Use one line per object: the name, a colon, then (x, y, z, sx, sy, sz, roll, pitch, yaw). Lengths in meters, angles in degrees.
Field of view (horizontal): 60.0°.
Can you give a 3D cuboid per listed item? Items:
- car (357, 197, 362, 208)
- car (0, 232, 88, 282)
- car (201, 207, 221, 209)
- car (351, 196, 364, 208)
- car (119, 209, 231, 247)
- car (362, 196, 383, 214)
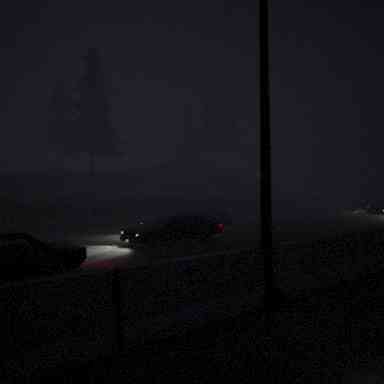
car: (26.997, 1.928, 49.712, 2.128, 1.511, 4.902, -1, -1, 43)
car: (-5.385, 1.780, 8.799, 4.718, 1.301, 1.895, 0, -1, -35)
car: (-0.662, 1.854, 21.242, 5.357, 1.411, 2.033, 0, -1, -40)
car: (29.323, 1.755, 57.368, 2.150, 2.045, 5.566, -1, -1, 43)
car: (-0.838, 1.790, 16.581, 5.357, 1.411, 2.033, 0, -1, -39)
car: (22.094, 1.688, 39.180, 2.097, 1.767, 4.553, -1, -1, 42)
